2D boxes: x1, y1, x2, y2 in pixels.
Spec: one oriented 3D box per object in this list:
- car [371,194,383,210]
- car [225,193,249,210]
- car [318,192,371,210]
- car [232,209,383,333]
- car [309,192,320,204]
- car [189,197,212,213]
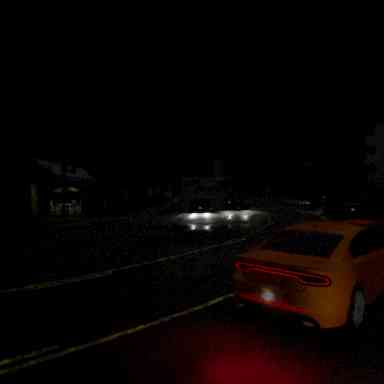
[{"bbox_3d":[14.574,0.953,25.475,1.837,1.490,4.892,-1,1,7],"label":"car"},{"bbox_3d":[4.502,0.878,33.941,2.097,1.767,4.553,-1,1,2],"label":"car"},{"bbox_3d":[11.038,1.000,24.486,1.882,1.535,5.008,-1,1,8],"label":"car"},{"bbox_3d":[2.845,1.351,6.750,1.882,1.535,5.008,0,1,44],"label":"car"},{"bbox_3d":[15.409,0.762,39.390,2.128,1.511,4.902,-1,1,2],"label":"car"},{"bbox_3d":[0.835,1.191,30.982,1.994,1.385,4.181,-1,1,4],"label":"car"}]
